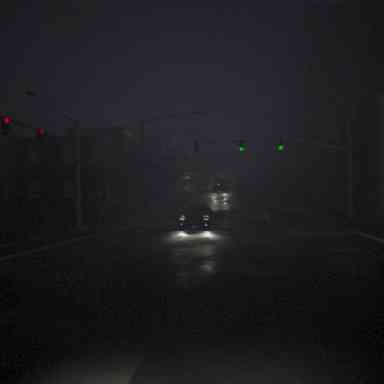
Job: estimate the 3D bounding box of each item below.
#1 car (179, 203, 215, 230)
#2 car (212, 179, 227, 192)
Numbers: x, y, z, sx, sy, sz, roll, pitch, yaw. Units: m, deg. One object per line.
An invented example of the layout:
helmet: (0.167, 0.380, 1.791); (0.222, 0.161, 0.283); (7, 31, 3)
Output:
car: (0.419, 1.650, 23.490); (2.097, 1.767, 4.553); (-1, 0, 8)
car: (4.065, -1.087, 48.515); (1.812, 1.442, 4.674); (-1, 12, 8)
